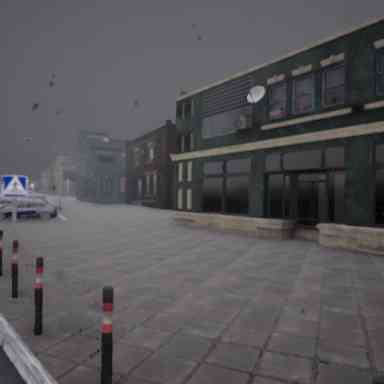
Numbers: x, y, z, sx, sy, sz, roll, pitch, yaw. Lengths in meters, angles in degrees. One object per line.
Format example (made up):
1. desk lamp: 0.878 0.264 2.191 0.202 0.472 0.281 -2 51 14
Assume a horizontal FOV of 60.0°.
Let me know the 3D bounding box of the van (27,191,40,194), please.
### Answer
1. van: -16.720 1.170 32.753 4.442 1.987 1.878 1 0 -27

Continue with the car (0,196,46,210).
1. car: -20.444 1.320 40.218 5.008 1.535 2.097 1 0 -27

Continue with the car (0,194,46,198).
1. car: -15.259 1.290 30.236 4.553 1.767 2.185 1 0 -27

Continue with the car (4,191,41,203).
1. car: -29.260 0.887 57.417 5.566 2.045 2.435 1 0 -27

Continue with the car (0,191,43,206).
1. car: -25.550 0.959 50.090 5.566 2.045 2.435 1 0 -27

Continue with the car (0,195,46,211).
1. car: -19.080 1.224 37.653 4.553 1.767 2.185 1 0 -27

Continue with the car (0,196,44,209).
1. car: -21.650 1.295 42.583 4.892 1.521 2.231 1 0 -27

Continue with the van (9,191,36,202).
1. van: -31.727 0.870 62.398 4.442 1.987 1.878 1 0 -27

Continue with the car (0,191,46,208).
1. car: -22.896 1.015 45.063 5.566 2.045 2.435 1 0 -27

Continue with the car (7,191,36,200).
1. car: -36.947 0.768 72.215 5.566 2.045 2.435 1 0 -27

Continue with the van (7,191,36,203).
1. van: -30.662 0.887 59.822 4.442 1.987 1.878 1 0 -27

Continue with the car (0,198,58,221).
1. car: -12.826 1.467 25.376 4.792 1.488 2.163 1 0 -27
